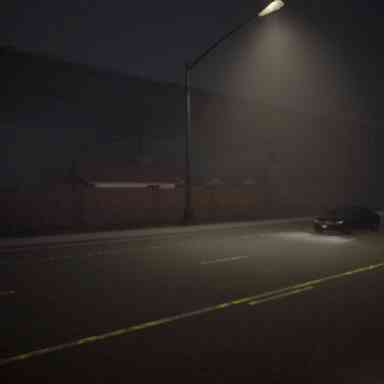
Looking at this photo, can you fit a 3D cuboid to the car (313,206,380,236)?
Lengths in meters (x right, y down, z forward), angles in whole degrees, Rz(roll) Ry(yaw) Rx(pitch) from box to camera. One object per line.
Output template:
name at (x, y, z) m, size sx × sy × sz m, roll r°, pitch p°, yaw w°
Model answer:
car at (8.839, 1.526, 18.783) m, size 4.674 × 1.442 × 1.812 m, roll 0°, pitch 0°, yaw -35°
